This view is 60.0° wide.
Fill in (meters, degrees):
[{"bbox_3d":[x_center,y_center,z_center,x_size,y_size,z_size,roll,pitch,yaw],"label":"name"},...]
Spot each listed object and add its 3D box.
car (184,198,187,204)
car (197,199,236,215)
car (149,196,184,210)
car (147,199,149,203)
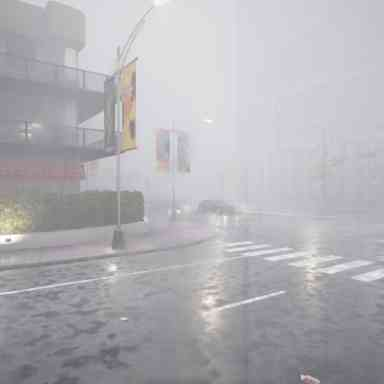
[{"bbox_3d":[-2.419,1.547,62.047,2.033,1.411,5.357,0,0,-19],"label":"car"},{"bbox_3d":[2.451,1.505,33.846,1.837,1.490,4.892,0,0,-35],"label":"car"},{"bbox_3d":[-3.324,1.564,42.115,1.994,1.385,4.181,0,0,-35],"label":"car"},{"bbox_3d":[-6.023,1.491,59.267,4.902,1.511,2.128,0,0,42],"label":"car"}]
